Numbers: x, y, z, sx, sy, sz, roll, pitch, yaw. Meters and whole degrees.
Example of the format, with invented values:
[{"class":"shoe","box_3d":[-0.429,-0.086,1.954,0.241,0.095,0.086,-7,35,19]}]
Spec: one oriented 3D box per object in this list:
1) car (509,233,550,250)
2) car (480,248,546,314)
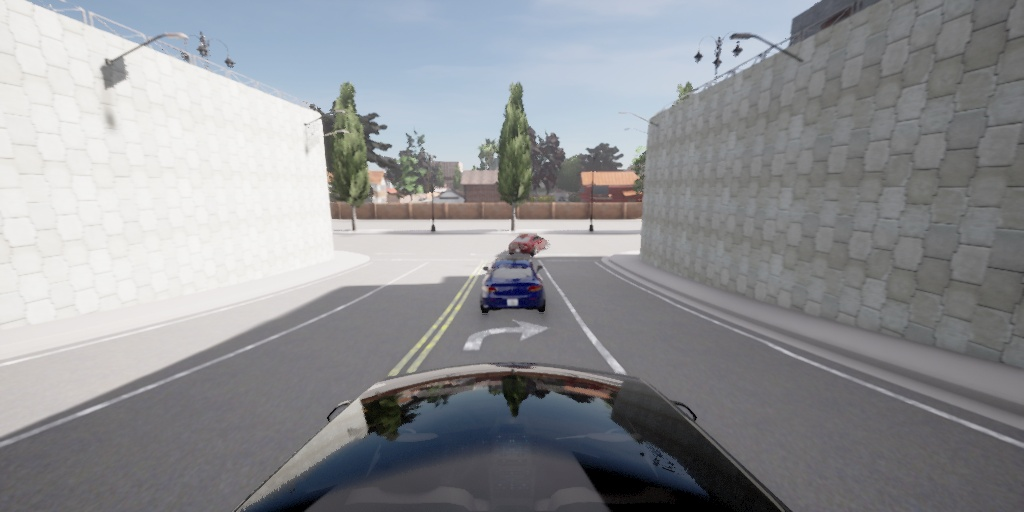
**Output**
[{"class":"car","box_3d":[1.284,-0.939,26.506,1.812,1.442,4.674,3,11,22]},{"class":"car","box_3d":[0.031,0.768,11.369,1.812,1.442,4.674,-1,6,1]}]
